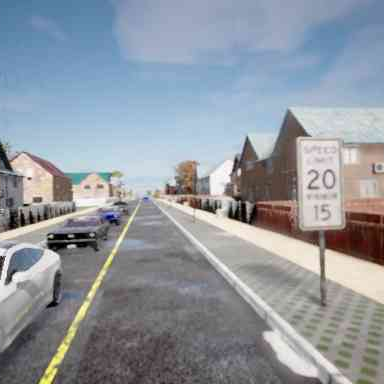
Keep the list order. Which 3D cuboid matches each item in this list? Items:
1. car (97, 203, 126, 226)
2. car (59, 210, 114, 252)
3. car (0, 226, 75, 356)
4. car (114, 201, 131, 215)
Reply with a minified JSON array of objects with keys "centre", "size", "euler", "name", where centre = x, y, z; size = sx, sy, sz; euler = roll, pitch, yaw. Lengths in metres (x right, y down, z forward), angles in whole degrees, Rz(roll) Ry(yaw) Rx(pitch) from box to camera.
[{"centre":[-6.113,1.717,24.311],"size":[1.895,1.301,4.718],"euler":[-1,0,-8],"name":"car"},{"centre":[-4.718,1.690,14.365],"size":[1.895,1.301,4.718],"euler":[-1,0,-8],"name":"car"},{"centre":[-3.446,1.599,5.333],"size":[1.812,1.442,4.674],"euler":[-1,0,-6],"name":"car"},{"centre":[-7.638,1.683,35.501],"size":[1.812,1.442,4.674],"euler":[-1,0,-8],"name":"car"}]
